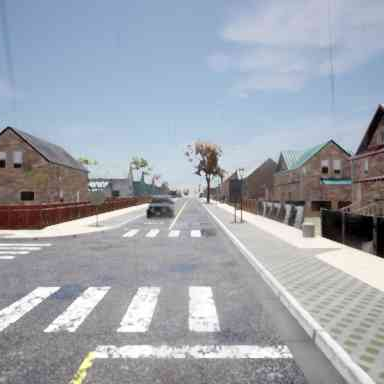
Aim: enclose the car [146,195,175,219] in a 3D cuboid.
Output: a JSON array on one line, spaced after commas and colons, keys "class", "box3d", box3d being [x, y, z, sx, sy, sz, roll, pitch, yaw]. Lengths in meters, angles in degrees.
[{"class": "car", "box3d": [-2.730, 1.349, 29.622, 2.150, 2.045, 5.566, 0, 2, 0]}]
